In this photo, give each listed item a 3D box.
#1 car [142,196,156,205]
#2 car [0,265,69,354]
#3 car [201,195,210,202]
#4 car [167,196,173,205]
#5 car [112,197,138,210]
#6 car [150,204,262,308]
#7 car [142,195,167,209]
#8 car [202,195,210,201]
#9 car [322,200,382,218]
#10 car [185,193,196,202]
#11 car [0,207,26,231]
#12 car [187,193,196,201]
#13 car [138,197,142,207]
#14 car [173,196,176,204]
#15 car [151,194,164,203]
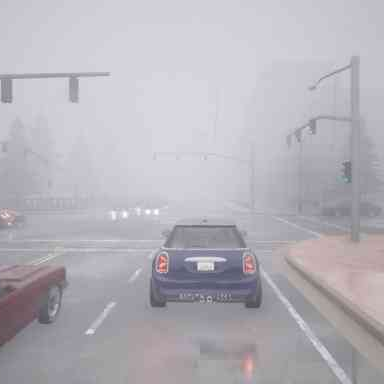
[{"bbox_3d":[-7.938,1.505,61.921,1.837,1.490,4.892,0,0,3],"label":"car"},{"bbox_3d":[-3.307,1.601,4.216,1.895,1.301,4.718,0,0,2],"label":"car"},{"bbox_3d":[3.076,1.549,73.619,1.994,1.385,4.181,0,0,2],"label":"car"},{"bbox_3d":[-4.715,1.478,55.156,1.882,1.535,5.008,0,0,2],"label":"car"},{"bbox_3d":[-8.705,1.601,42.530,1.895,1.301,4.718,0,0,2],"label":"car"},{"bbox_3d":[0.305,1.352,8.090,2.097,1.767,4.553,0,0,2],"label":"car"},{"bbox_3d":[-5.078,1.491,45.797,2.128,1.511,4.902,0,0,2],"label":"car"},{"bbox_3d":[3.404,1.475,82.324,1.882,1.535,5.008,0,0,2],"label":"car"},{"bbox_3d":[14.115,1.505,29.515,4.892,1.490,1.837,0,0,4],"label":"car"},{"bbox_3d":[-0.459,1.520,72.755,1.812,1.442,4.674,0,0,2],"label":"car"},{"bbox_3d":[-12.377,1.351,19.739,4.553,1.767,2.097,0,0,2],"label":"car"},{"bbox_3d":[-0.092,1.223,82.486,2.150,2.045,5.566,0,0,2],"label":"car"},{"bbox_3d":[-8.347,1.491,51.835,2.128,1.511,4.902,0,0,2],"label":"car"},{"bbox_3d":[-4.274,1.478,65.454,1.882,1.535,5.008,0,0,3],"label":"car"},{"bbox_3d":[-7.490,1.355,72.076,2.097,1.767,4.553,0,0,2],"label":"car"}]
